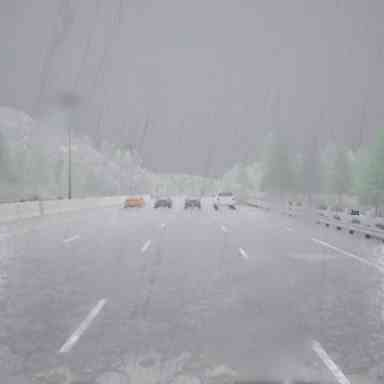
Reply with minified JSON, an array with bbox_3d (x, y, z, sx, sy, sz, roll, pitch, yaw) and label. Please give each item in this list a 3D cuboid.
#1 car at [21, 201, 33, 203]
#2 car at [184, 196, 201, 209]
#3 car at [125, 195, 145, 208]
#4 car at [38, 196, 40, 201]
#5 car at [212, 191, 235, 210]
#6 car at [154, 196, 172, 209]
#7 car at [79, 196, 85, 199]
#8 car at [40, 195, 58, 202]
[{"bbox_3d":[-27.995,1.279,58.117,2.033,1.411,5.357,0,0,-2],"label":"car"},{"bbox_3d":[0.086,1.229,40.145,1.812,1.442,4.674,0,0,0],"label":"car"},{"bbox_3d":[-6.900,1.182,40.760,1.882,1.535,5.008,0,0,0],"label":"car"},{"bbox_3d":[-24.493,1.255,56.745,1.812,1.442,4.674,0,0,-1],"label":"car"},{"bbox_3d":[3.599,0.921,38.099,2.150,2.045,5.566,0,0,0],"label":"car"},{"bbox_3d":[-3.414,1.229,40.448,1.812,1.442,4.674,0,0,0],"label":"car"},{"bbox_3d":[-17.526,1.197,50.815,1.882,1.535,5.008,0,0,0],"label":"car"},{"bbox_3d":[-21.024,1.246,51.166,1.812,1.442,4.674,0,0,1],"label":"car"}]
